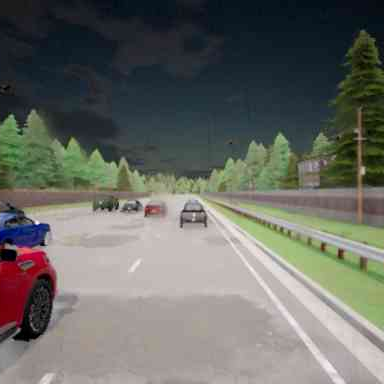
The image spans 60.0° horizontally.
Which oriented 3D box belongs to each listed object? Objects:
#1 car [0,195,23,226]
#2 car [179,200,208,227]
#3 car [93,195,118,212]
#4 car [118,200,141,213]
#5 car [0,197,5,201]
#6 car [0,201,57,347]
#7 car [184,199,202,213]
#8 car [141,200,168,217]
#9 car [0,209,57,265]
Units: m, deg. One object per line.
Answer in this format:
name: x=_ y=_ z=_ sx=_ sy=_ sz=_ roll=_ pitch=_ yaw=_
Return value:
car: x=-13.898 y=1.279 z=22.436 sx=2.150 sy=2.045 sz=5.566 roll=0 pitch=0 yaw=0
car: x=0.102 y=1.551 z=23.147 sx=2.128 sy=1.511 sz=4.902 roll=0 pitch=0 yaw=0
car: x=-10.397 y=1.325 z=40.490 sx=2.150 sy=2.045 sz=5.566 roll=0 pitch=0 yaw=0
car: x=-6.896 y=1.623 z=38.805 sx=1.812 sy=1.442 sz=4.674 roll=0 pitch=0 yaw=0
car: x=-10.399 y=1.263 z=16.460 sx=2.150 sy=2.045 sz=5.566 roll=0 pitch=0 yaw=0
car: x=-3.399 y=1.231 z=3.394 sx=2.150 sy=2.045 sz=5.566 roll=0 pitch=0 yaw=0
car: x=0.102 y=1.650 z=40.648 sx=2.033 sy=1.411 sz=5.357 roll=0 pitch=0 yaw=0
car: x=-3.398 y=1.559 z=32.260 sx=1.882 sy=1.535 sz=5.008 roll=0 pitch=0 yaw=0
car: x=-6.898 y=1.508 z=12.159 sx=1.882 sy=1.535 sz=5.008 roll=0 pitch=0 yaw=0
